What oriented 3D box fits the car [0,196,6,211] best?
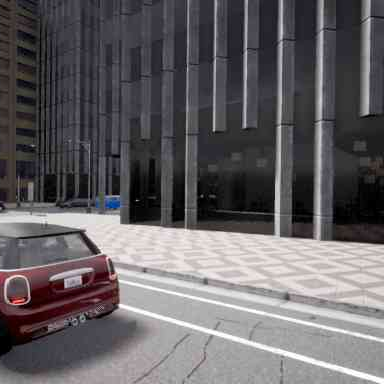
[{"bbox_3d":[-22.994,1.323,36.448,1.967,1.590,4.097,1,1,36],"label":"car"}]

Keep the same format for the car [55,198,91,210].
[{"bbox_3d":[-14.933,1.459,43.078,2.033,1.411,5.357,1,1,36],"label":"car"}]

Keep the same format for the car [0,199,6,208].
[{"bbox_3d":[-21.565,1.277,33.801,2.097,1.767,4.553,1,1,35],"label":"car"}]

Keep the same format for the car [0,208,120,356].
[{"bbox_3d":[-3.496,1.349,6.171,4.553,1.767,2.097,0,0,35],"label":"car"}]

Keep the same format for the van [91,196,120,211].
[{"bbox_3d":[-9.712,1.339,40.287,1.690,1.788,3.998,1,1,36],"label":"van"}]
